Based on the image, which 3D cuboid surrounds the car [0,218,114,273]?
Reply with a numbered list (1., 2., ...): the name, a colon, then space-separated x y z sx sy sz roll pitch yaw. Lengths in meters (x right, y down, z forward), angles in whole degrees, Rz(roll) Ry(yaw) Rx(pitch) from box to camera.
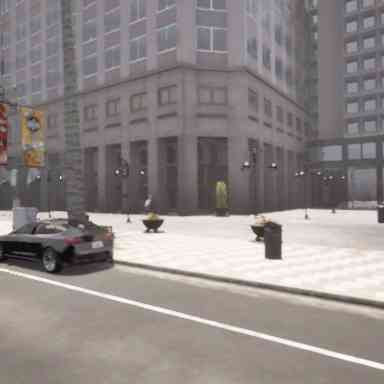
1. car: -4.706 1.620 11.127 4.786 1.482 2.161 -1 0 35
